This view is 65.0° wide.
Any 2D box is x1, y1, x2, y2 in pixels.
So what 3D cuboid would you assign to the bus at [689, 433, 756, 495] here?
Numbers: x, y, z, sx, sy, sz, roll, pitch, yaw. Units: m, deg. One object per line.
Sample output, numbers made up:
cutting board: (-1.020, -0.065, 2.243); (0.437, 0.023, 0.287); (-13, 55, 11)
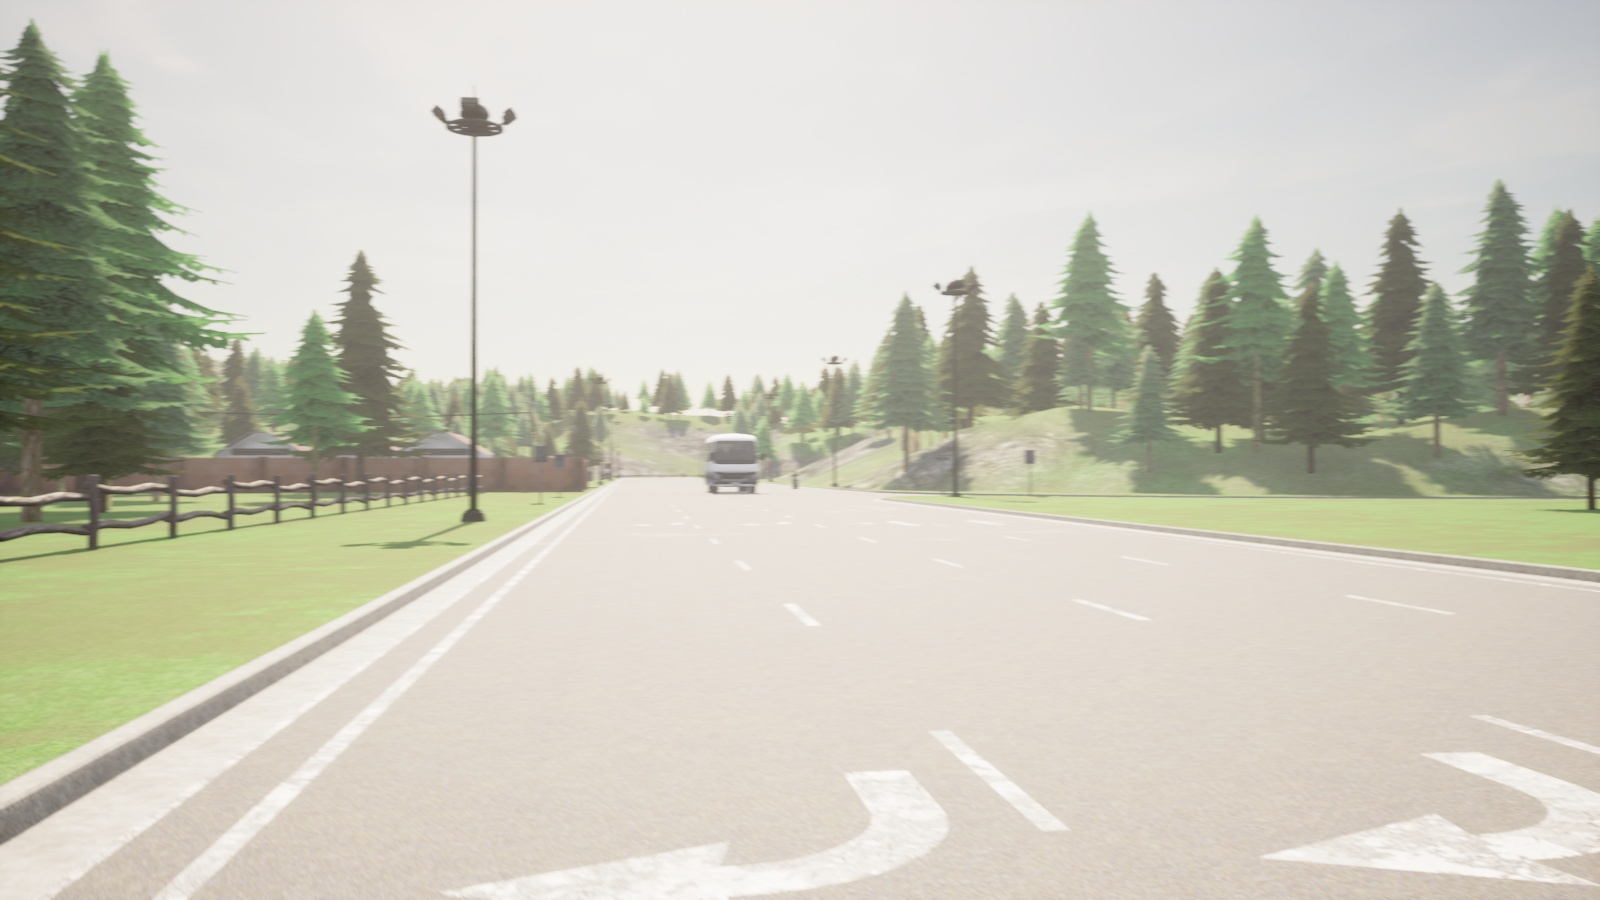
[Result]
bus: (-5.738, 1.037, 90.968); (3.944, 4.253, 10.273); (0, -1, -8)
